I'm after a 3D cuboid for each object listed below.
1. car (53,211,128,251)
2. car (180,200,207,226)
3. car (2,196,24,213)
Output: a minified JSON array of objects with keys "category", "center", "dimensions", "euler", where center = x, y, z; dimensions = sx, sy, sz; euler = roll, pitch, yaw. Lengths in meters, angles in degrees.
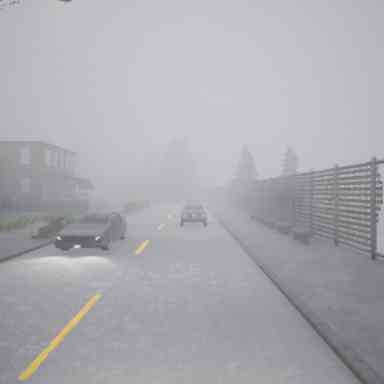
[{"category":"car","center":[-4.052,1.547,14.393],"dimensions":[2.033,1.411,5.357],"euler":[0,0,0]},{"category":"car","center":[0.110,1.546,23.557],"dimensions":[2.033,1.411,5.357],"euler":[0,0,0]},{"category":"car","center":[-17.262,1.132,29.891],"dimensions":[3.633,1.501,1.845],"euler":[0,0,0]}]
